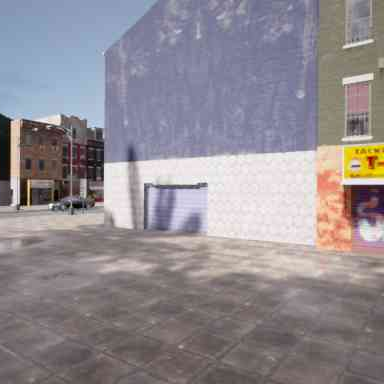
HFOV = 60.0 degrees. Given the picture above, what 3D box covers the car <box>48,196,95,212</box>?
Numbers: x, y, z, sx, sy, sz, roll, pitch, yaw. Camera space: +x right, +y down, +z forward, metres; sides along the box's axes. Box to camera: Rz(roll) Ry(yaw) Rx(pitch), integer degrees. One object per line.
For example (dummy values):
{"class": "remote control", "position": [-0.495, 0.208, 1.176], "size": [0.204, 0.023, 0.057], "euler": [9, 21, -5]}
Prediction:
{"class": "car", "position": [-12.378, 1.180, 34.458], "size": [2.128, 1.511, 4.902], "euler": [1, 1, 36]}
